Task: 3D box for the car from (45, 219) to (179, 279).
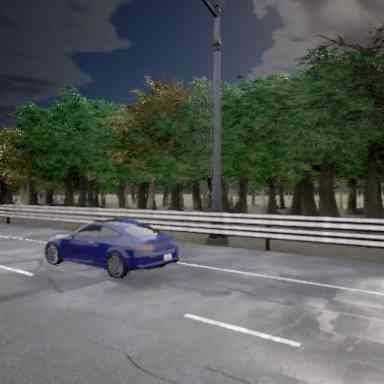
[{"bbox_3d":[-2.510,1.549,10.064,4.674,1.442,1.812,0,0,35],"label":"car"}]
